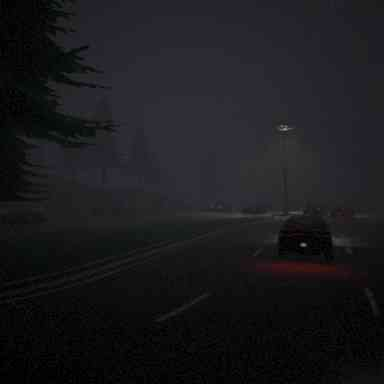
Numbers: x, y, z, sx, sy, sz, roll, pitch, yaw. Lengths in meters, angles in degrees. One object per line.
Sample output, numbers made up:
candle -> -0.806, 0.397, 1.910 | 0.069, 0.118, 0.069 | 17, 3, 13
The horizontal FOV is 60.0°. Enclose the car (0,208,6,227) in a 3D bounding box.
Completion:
car -> -18.359, 2.181, 27.402 | 5.008, 1.535, 1.882 | 0, -1, -40

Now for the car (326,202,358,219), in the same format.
car -> 16.107, 2.028, 35.493 | 1.882, 1.535, 5.008 | -1, -1, 33

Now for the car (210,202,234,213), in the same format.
car -> 4.761, 2.326, 52.101 | 2.097, 1.767, 4.553 | -1, -1, 35

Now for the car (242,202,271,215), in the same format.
car -> 8.453, 2.284, 45.145 | 1.882, 1.535, 5.008 | -1, -1, 35

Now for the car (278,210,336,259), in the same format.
car -> 4.779, 1.709, 13.781 | 1.882, 1.535, 5.008 | -1, -1, 22

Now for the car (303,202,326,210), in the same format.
car -> 14.955, 2.001, 40.029 | 2.097, 1.767, 4.553 | -1, -1, 34

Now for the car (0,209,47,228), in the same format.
car -> -14.137, 2.136, 26.372 | 4.902, 1.511, 2.128 | 0, -1, -40
